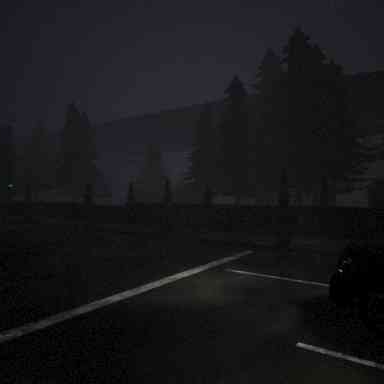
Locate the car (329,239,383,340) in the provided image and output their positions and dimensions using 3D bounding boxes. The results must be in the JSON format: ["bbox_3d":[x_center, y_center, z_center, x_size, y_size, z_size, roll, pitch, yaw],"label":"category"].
[{"bbox_3d":[4.981,1.221,4.689,5.566,2.045,2.150,0,0,38],"label":"car"}]
